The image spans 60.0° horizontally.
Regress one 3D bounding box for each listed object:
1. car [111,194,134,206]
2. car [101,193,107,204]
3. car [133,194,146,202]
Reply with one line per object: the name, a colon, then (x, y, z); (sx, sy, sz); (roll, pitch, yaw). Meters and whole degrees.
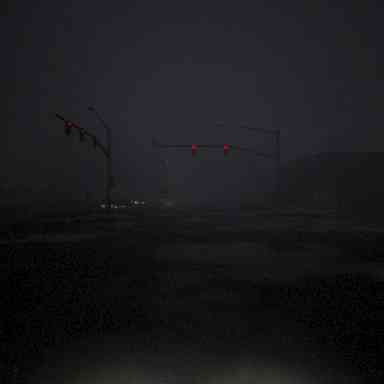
car: (-11.573, 1.534, 54.904); (2.033, 1.411, 5.357); (0, 0, 0)
car: (-15.035, 1.207, 61.431); (2.150, 2.045, 5.566); (0, 0, 1)
car: (-11.475, 1.461, 74.825); (1.882, 1.535, 5.008); (0, 0, 0)
